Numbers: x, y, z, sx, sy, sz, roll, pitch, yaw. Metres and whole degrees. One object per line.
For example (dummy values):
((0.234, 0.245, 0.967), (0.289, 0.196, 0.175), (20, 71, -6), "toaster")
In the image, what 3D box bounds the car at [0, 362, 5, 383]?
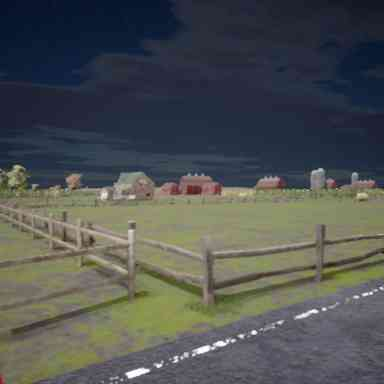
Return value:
((-3.081, 1.593, 0.875), (4.718, 1.301, 1.895), (0, 0, -36), "car")
